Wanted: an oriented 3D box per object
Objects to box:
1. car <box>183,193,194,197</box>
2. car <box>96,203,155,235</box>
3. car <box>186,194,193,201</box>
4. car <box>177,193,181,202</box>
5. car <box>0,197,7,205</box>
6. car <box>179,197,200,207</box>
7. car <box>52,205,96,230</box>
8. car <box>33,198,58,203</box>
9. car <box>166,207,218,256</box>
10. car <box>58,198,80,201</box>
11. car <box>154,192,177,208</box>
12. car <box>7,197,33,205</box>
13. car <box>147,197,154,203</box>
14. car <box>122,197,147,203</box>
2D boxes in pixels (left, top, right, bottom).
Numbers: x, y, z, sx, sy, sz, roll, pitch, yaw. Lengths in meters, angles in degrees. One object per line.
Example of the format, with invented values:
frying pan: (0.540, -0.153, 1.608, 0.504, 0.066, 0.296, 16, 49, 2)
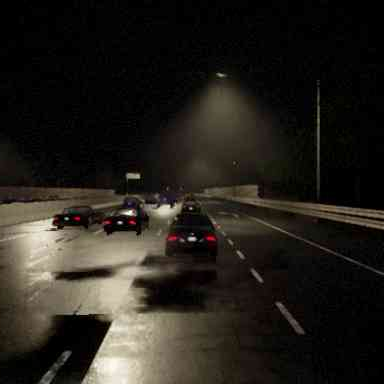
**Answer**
car: (-0.364, 1.316, 61.873, 2.097, 1.767, 4.553, 0, 0, -1)
car: (-3.527, 1.549, 18.742, 2.033, 1.411, 5.357, 0, 0, 0)
car: (-0.675, 1.413, 83.575, 1.882, 1.535, 5.008, 0, 0, -1)
car: (-3.958, 1.519, 69.121, 1.994, 1.385, 4.181, 0, 0, -1)
car: (-28.272, 1.479, 50.238, 2.128, 1.511, 4.902, 0, 0, 0)
car: (-0.103, 1.554, 33.952, 1.994, 1.385, 4.181, 0, 0, 0)
car: (-7.035, 1.549, 21.142, 2.033, 1.411, 5.357, 0, 0, 0)
car: (-21.287, 1.549, 49.588, 1.994, 1.385, 4.181, 0, 0, 0)
car: (-0.011, 1.552, 13.143, 2.033, 1.411, 5.357, 0, 0, 0)
car: (-17.787, 1.585, 49.581, 1.895, 1.301, 4.718, 0, 0, 0)
car: (-3.710, 1.203, 47.603, 2.150, 2.045, 5.566, 0, 0, -1)
car: (-24.782, 1.479, 49.473, 2.128, 1.511, 4.902, 0, 0, 0)
car: (-7.326, 1.518, 58.723, 2.033, 1.411, 5.357, 0, 0, -1)
car: (-7.149, 1.340, 40.290, 2.097, 1.767, 4.553, 0, 0, 0)
